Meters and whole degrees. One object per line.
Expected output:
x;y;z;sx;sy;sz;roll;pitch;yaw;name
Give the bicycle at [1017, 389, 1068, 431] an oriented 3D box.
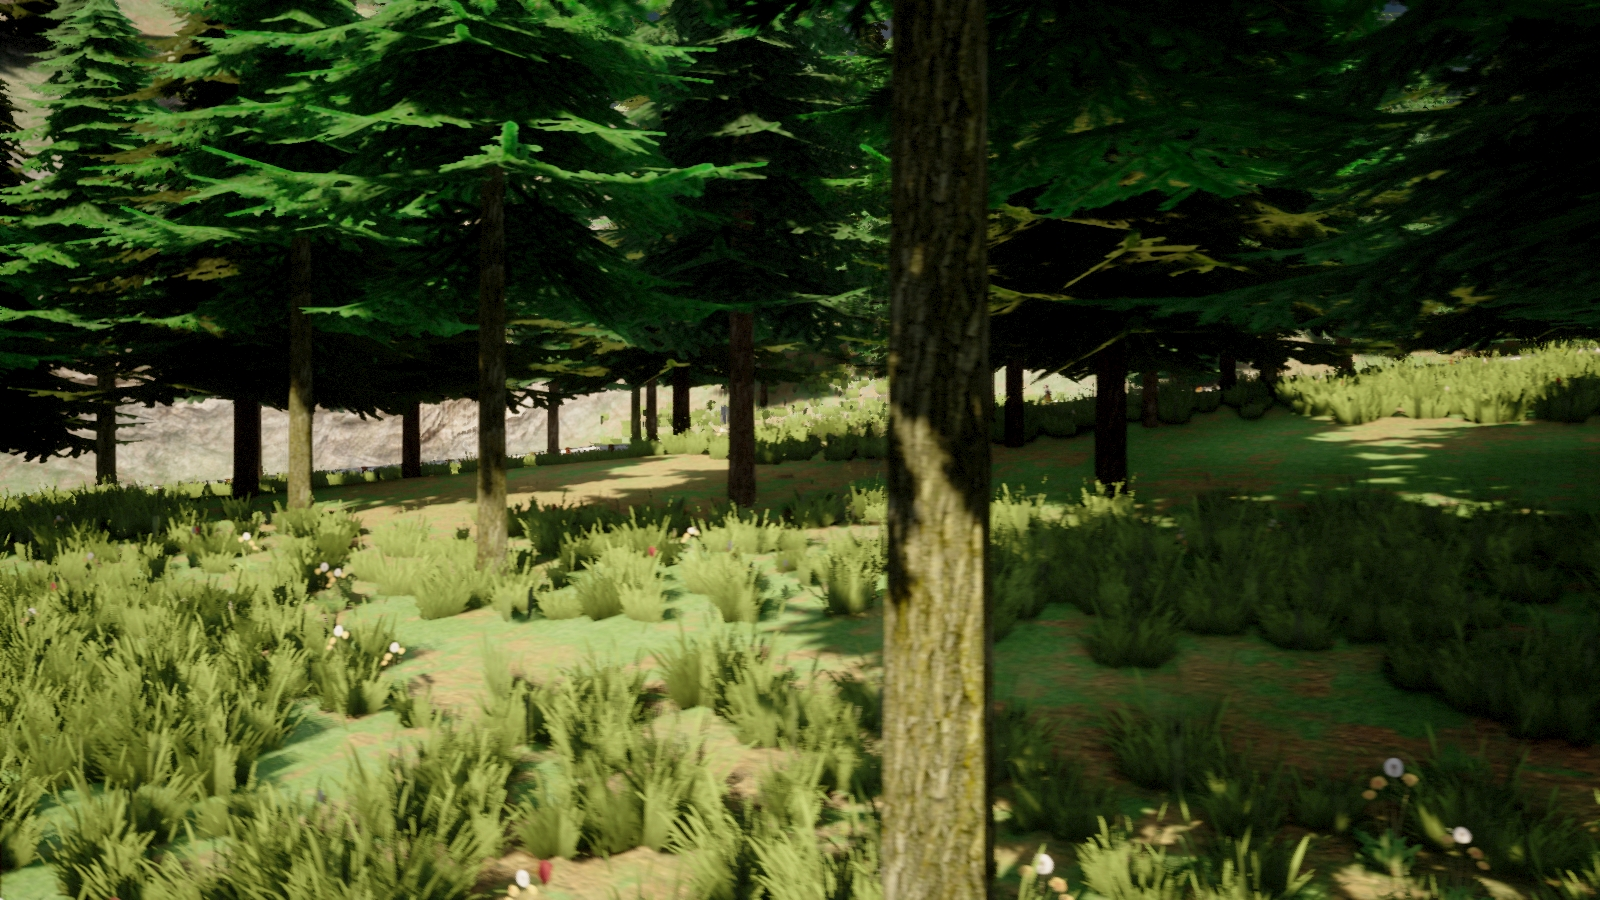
9.411;-1.552;44.359;1.835;1.471;0.329;-5;-2;27;bicycle
